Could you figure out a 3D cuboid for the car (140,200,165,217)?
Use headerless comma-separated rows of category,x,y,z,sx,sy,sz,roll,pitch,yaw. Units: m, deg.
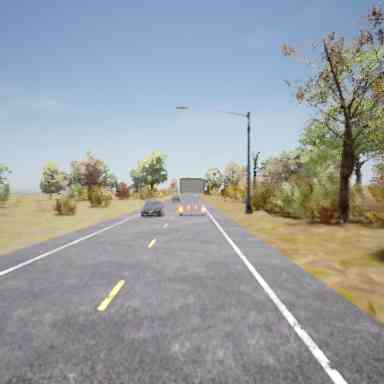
car,-3.592,1.495,30.739,1.837,1.490,4.892,0,0,0

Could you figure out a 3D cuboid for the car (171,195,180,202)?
car,-3.495,1.376,72.628,1.837,1.490,4.892,0,0,0

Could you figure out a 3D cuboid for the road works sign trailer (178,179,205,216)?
road works sign trailer,0.003,0.455,31.327,2.380,3.560,2.880,0,0,0
